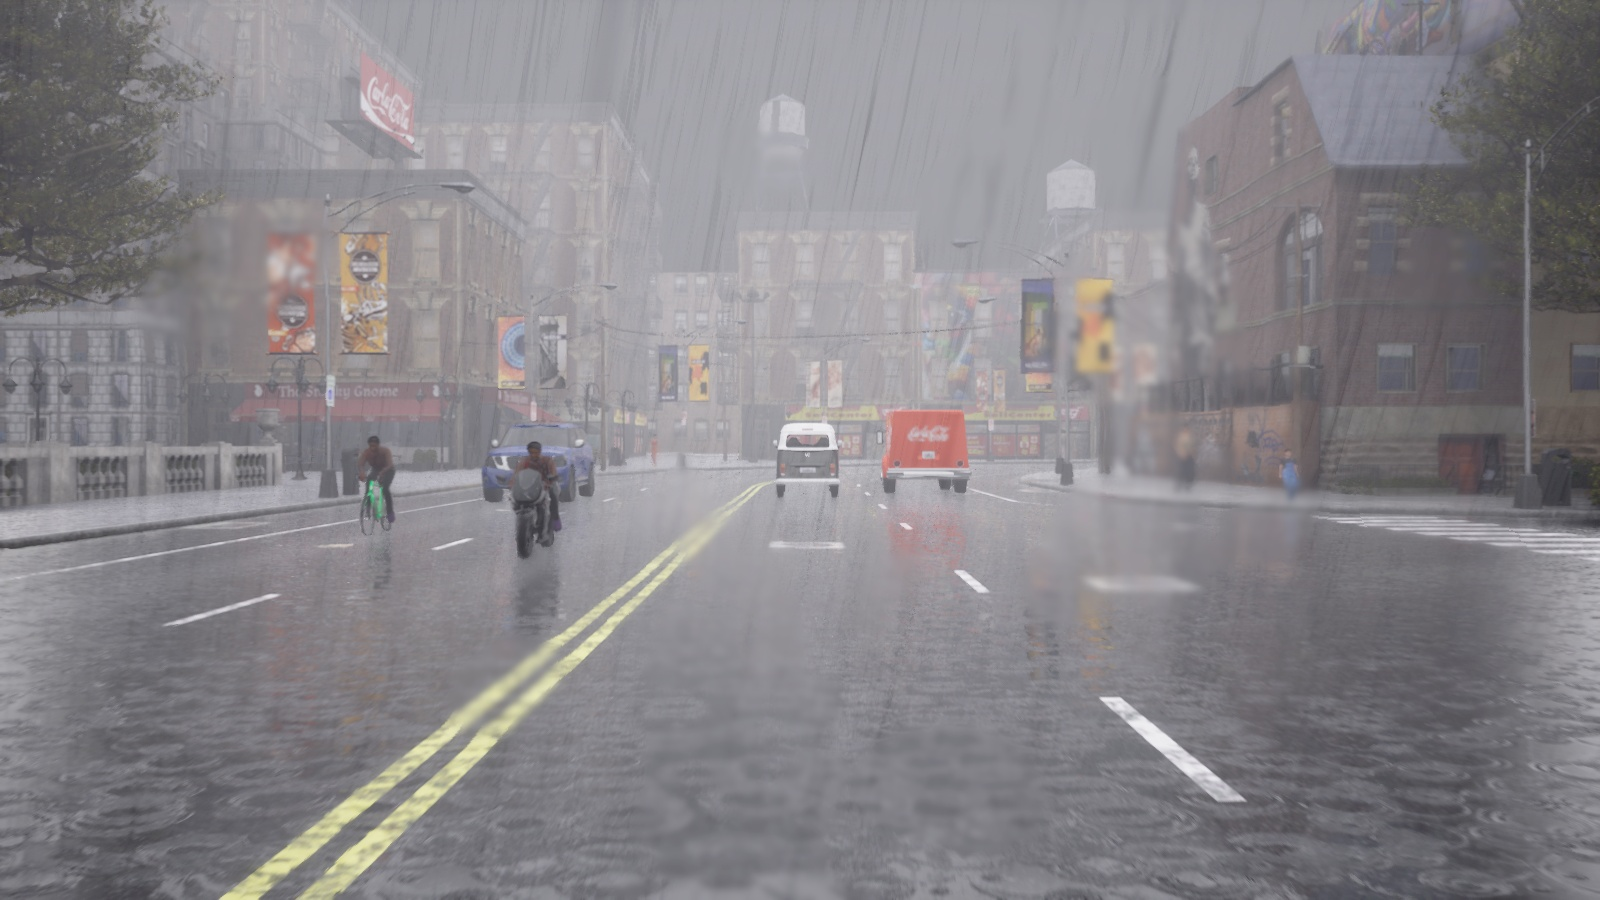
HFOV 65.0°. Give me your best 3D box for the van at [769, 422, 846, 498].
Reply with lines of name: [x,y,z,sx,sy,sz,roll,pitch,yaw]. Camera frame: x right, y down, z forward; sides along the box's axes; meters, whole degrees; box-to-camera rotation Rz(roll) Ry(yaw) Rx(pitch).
van: [0.221,0.259,36.012,2.069,2.038,4.480,0,0,0]

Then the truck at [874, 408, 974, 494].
truck: [3.739,0.031,38.869,2.627,2.467,5.204,0,0,0]

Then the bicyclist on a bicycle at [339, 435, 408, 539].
bicyclist on a bicycle: [-6.969,0.574,20.570,0.582,1.620,1.656,0,2,-1]

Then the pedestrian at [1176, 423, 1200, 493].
pedestrian: [10.298,0.216,33.366,0.345,1.836,0.594,0,0,-15]

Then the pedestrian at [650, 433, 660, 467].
pedestrian: [-7.956,-0.007,68.977,0.345,1.836,0.594,0,0,17]

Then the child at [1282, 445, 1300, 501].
child: [11.322,0.523,28.938,0.270,1.263,0.437,0,0,4]

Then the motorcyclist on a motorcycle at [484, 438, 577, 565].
motorcyclist on a motorcycle: [-3.493,0.627,16.460,0.797,1.523,2.044,0,1,-1]

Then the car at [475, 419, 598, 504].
car: [-6.822,0.266,33.174,2.150,2.045,5.566,0,0,-1]
